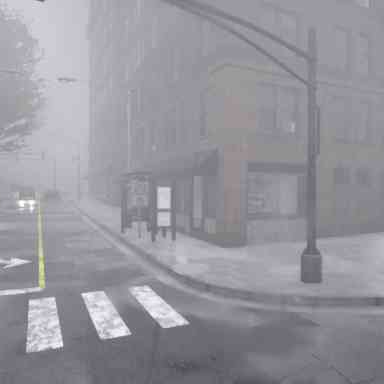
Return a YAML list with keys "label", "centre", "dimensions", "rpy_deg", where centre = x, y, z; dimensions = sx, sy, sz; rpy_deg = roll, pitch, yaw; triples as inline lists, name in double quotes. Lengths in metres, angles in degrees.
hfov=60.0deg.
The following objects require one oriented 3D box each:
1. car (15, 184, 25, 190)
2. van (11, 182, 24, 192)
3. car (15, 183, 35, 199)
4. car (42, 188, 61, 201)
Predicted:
- label: "car"
  centre: [-41.900, -1.278, 81.143]
  dimensions: [1.887, 1.381, 4.507]
  rpy_deg: [2, 1, -25]
- label: "van"
  centre: [-33.925, -0.960, 64.025]
  dimensions: [1.690, 1.788, 3.998]
  rpy_deg: [2, 1, -25]
- label: "car"
  centre: [-21.620, -0.009, 43.701]
  dimensions: [2.128, 1.511, 4.902]
  rpy_deg: [0, 3, -25]
- label: "car"
  centre: [-17.417, 0.238, 41.276]
  dimensions: [1.837, 1.490, 4.892]
  rpy_deg: [0, 3, -25]
